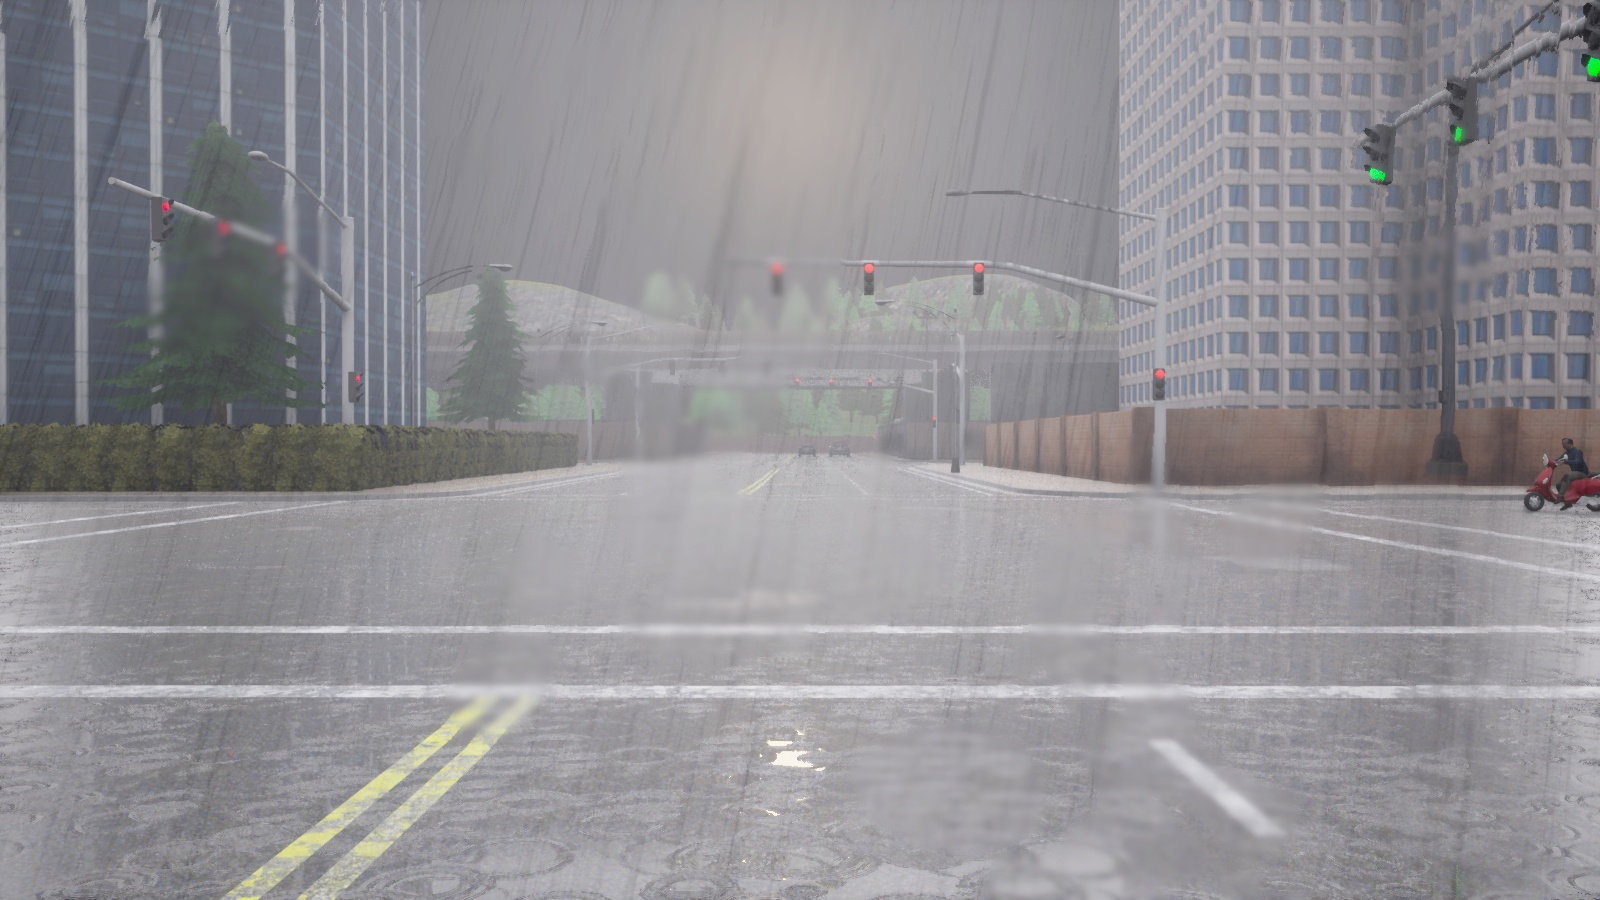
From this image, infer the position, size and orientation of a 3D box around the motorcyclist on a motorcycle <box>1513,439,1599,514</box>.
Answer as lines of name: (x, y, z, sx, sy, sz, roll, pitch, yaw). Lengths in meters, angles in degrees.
motorcyclist on a motorcycle: (16.569, 0.560, 27.136, 1.817, 1.590, 0.866, 0, 0, 1)
